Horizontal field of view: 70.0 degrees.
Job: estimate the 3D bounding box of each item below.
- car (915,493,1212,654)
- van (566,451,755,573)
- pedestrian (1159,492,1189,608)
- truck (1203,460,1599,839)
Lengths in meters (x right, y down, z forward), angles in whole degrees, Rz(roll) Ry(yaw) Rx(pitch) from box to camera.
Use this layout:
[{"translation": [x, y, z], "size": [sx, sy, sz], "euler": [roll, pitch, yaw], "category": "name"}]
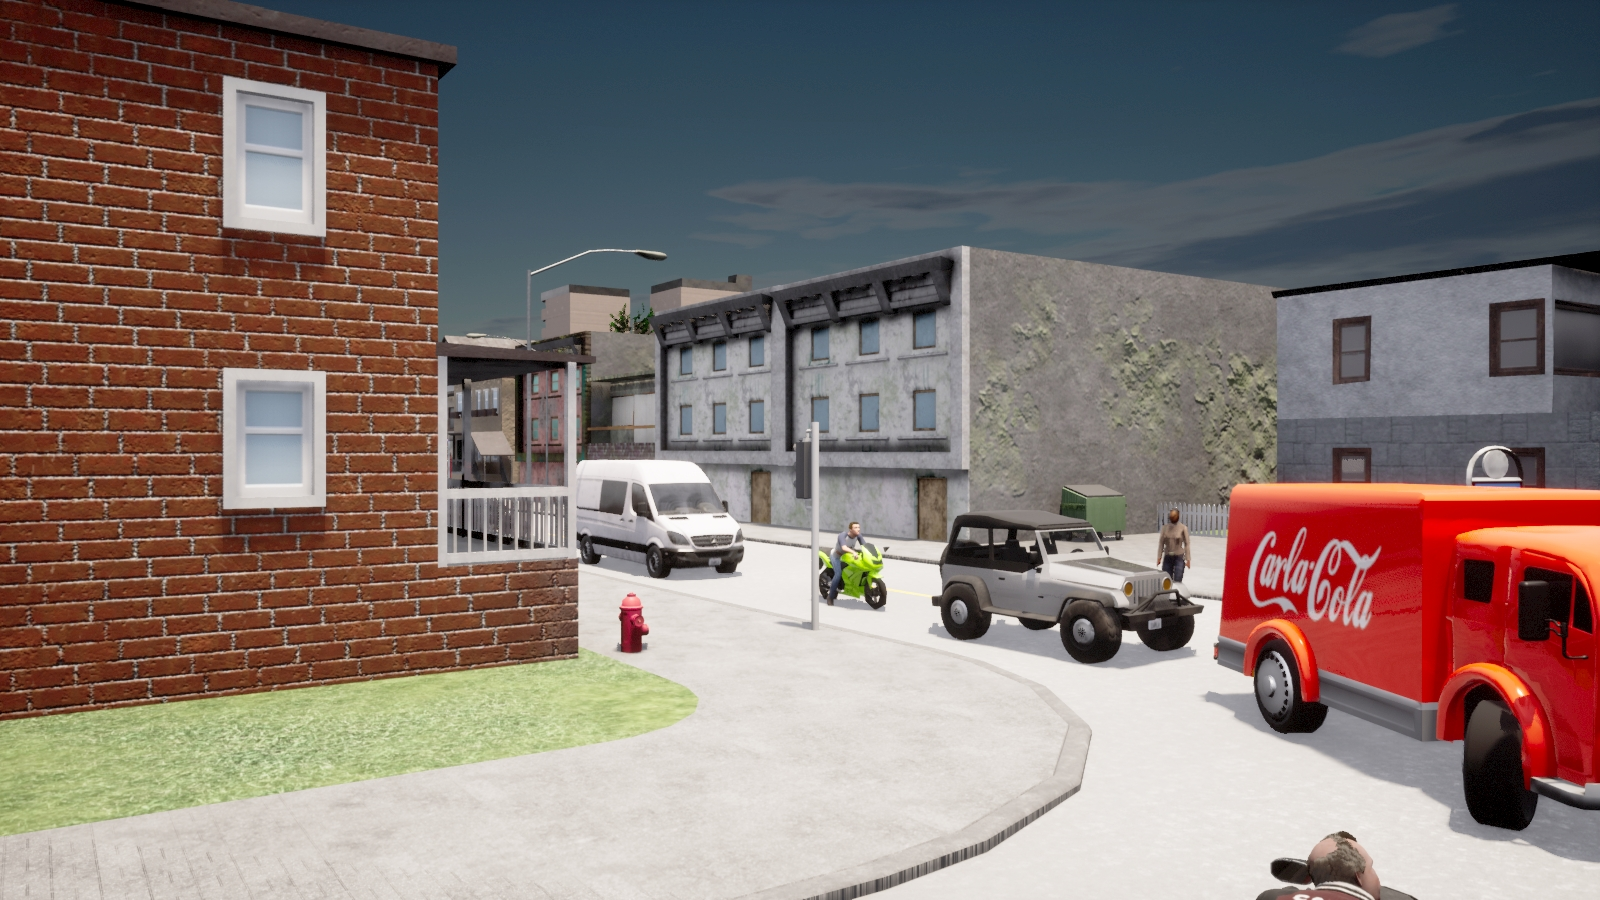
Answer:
[{"translation": [3.680, 1.637, 16.521], "size": [1.905, 1.878, 3.866], "euler": [0, 0, -36], "category": "car"}, {"translation": [-3.458, 1.315, 27.078], "size": [1.988, 2.561, 5.915], "euler": [0, 0, -34], "category": "van"}, {"translation": [6.155, 1.628, 18.805], "size": [0.375, 1.860, 0.375], "euler": [0, 0, 36], "category": "pedestrian"}, {"translation": [6.066, 1.348, 10.299], "size": [2.627, 2.467, 5.204], "euler": [0, 0, -6], "category": "truck"}]
